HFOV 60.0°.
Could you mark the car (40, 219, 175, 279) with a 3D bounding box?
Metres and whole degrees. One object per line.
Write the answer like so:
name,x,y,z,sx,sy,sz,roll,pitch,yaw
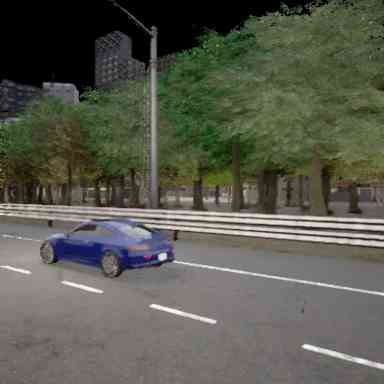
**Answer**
car,-2.646,1.534,10.051,4.674,1.442,1.812,0,0,35
